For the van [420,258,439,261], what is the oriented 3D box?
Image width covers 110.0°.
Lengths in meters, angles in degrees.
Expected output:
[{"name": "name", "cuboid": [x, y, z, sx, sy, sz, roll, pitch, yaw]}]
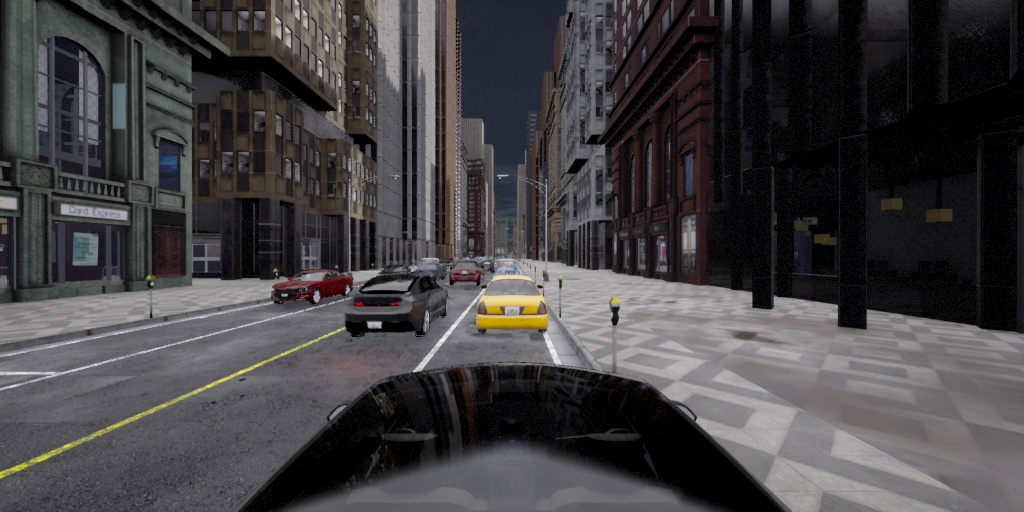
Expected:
[{"name": "van", "cuboid": [-8.908, 1.104, 38.846, 1.690, 1.789, 3.998, 0, 0, 0]}]

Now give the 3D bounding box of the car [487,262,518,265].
[{"name": "car", "cuboid": [-0.383, 1.280, 22.119, 1.751, 1.417, 4.829, 0, 0, 0]}]

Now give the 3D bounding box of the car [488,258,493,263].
[{"name": "car", "cuboid": [-3.034, 1.291, 43.802, 1.812, 1.442, 4.674, 0, 0, 0]}]

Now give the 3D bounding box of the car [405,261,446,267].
[{"name": "car", "cuboid": [-6.246, 1.305, 27.311, 2.033, 1.411, 5.357, 0, 0, 0]}]

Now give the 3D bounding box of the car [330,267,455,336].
[{"name": "car", "cuboid": [-3.047, 1.257, 10.365, 1.837, 1.490, 4.892, 0, 0, 0]}]

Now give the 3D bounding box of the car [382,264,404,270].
[{"name": "car", "cuboid": [-8.908, 1.323, 27.572, 1.948, 1.339, 4.313, 0, 0, 0]}]

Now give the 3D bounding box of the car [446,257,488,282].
[{"name": "car", "cuboid": [-3.145, 1.108, 25.896, 2.097, 1.767, 4.553, 0, 0, 0]}]

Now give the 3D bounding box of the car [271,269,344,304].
[{"name": "car", "cuboid": [-8.908, 1.297, 16.299, 1.888, 1.381, 4.507, 0, 0, 0]}]

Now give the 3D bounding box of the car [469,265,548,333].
[{"name": "car", "cuboid": [0.005, 1.208, 10.690, 1.801, 1.575, 5.366, 0, 0, 0]}]

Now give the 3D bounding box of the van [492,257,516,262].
[{"name": "van", "cuboid": [-0.383, 1.098, 27.584, 1.690, 1.789, 3.998, 0, 0, 0]}]
